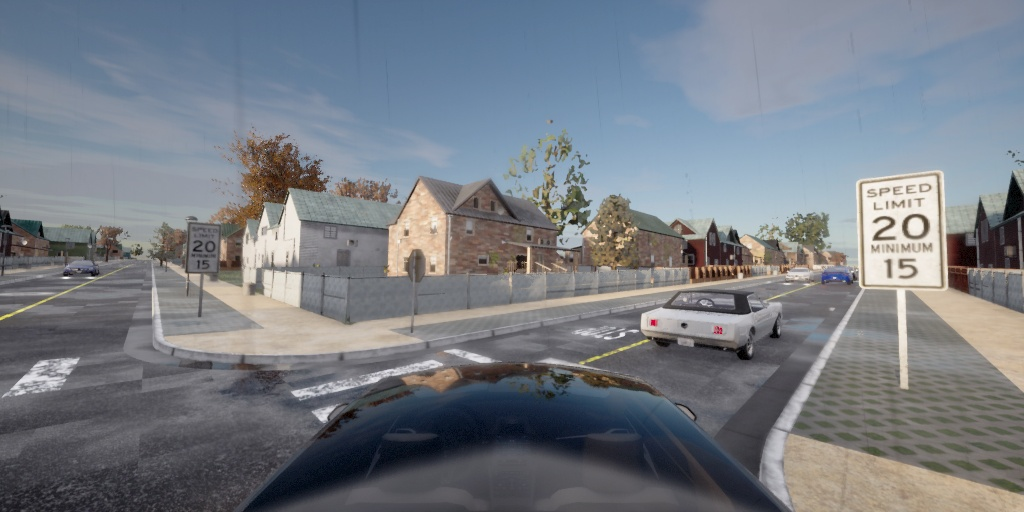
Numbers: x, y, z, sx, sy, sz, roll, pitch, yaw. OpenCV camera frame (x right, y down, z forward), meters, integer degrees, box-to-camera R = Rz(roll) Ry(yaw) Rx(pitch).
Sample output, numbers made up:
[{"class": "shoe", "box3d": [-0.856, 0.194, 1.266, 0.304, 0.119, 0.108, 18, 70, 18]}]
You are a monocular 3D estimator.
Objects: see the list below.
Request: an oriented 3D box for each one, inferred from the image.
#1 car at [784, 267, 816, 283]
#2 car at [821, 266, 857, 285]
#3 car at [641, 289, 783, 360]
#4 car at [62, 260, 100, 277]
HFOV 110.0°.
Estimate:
[{"class": "car", "box3d": [28.324, 1.855, 35.208, 4.674, 1.442, 1.812, 1, -2, -44]}, {"class": "car", "box3d": [28.916, 1.720, 31.861, 5.008, 1.535, 1.882, 1, -2, -44]}, {"class": "car", "box3d": [5.025, 1.441, 8.633, 4.718, 1.301, 1.895, 1, -2, -44]}, {"class": "car", "box3d": [-40.005, 1.130, 33.406, 4.674, 1.442, 1.812, 0, -3, 45]}]
